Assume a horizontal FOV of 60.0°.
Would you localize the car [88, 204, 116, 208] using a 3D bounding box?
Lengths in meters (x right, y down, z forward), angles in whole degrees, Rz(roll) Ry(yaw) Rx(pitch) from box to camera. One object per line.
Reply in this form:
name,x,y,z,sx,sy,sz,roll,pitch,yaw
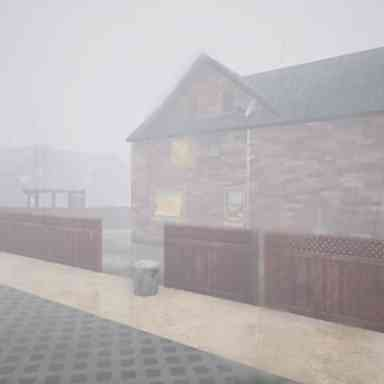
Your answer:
car,-9.325,1.912,33.970,2.033,1.411,5.357,1,0,35
